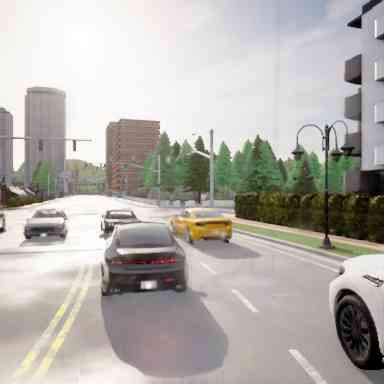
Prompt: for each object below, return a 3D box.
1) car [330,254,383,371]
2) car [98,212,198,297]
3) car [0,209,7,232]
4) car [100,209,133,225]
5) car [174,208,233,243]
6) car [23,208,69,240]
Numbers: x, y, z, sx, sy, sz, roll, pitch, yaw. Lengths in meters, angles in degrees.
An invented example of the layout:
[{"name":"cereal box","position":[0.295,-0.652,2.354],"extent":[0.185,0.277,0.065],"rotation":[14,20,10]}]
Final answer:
[{"name":"car","position":[3.242,1.228,2.603],"extent":[2.150,2.045,5.566],"rotation":[0,0,-3]},{"name":"car","position":[-1.347,1.521,8.736],"extent":[1.837,1.490,4.892],"rotation":[0,0,-12]},{"name":"car","position":[-10.991,1.382,16.911],"extent":[2.097,1.767,4.553],"rotation":[0,0,-18]},{"name":"car","position":[-4.165,1.634,18.855],"extent":[1.895,1.301,4.718],"rotation":[0,0,-18]},{"name":"car","position":[0.303,1.505,16.119],"extent":[1.882,1.535,5.008],"rotation":[0,0,-16]},{"name":"car","position":[-7.544,1.579,17.630],"extent":[2.033,1.411,5.357],"rotation":[0,0,-18]}]
